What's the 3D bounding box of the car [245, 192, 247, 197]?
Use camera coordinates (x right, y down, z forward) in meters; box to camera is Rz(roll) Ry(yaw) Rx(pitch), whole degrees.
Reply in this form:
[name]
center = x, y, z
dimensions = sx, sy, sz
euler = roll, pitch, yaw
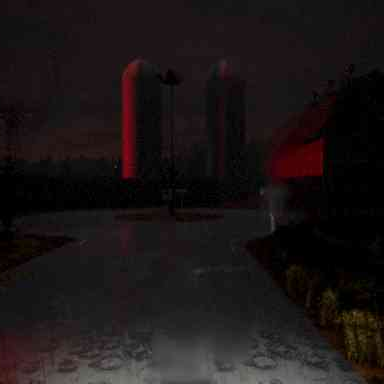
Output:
[car]
center = 12.883, 0.728, 83.496
dimensions = 1.994, 1.381, 4.181
euler = 0, 0, -1
